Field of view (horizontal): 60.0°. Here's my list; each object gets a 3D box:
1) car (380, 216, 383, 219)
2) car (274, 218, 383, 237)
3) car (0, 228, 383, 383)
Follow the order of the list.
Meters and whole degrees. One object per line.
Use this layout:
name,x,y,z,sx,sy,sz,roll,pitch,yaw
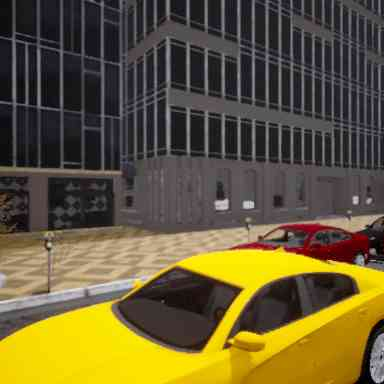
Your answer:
car,7.449,1.496,11.867,4.313,1.339,1.947,0,0,-35
car,2.814,1.506,8.562,4.507,1.381,1.887,0,0,-35
car,0.441,1.465,3.691,5.008,1.535,1.882,0,0,-35
